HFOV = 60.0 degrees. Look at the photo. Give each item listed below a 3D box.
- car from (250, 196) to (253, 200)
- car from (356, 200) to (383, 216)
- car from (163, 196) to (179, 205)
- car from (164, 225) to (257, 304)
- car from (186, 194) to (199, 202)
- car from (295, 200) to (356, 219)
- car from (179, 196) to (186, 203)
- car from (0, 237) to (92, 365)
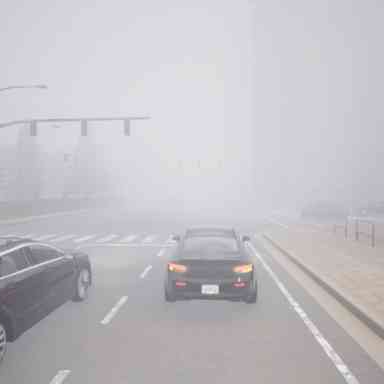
[{"bbox_3d":[17.912,1.512,90.556,4.674,1.442,1.812,0,0,-21],"label":"car"},{"bbox_3d":[18.094,1.556,32.742,4.892,1.490,1.837,0,0,2],"label":"car"},{"bbox_3d":[-3.871,1.497,58.656,1.837,1.490,4.892,0,0,4],"label":"car"},{"bbox_3d":[0.458,1.525,8.081,1.812,1.442,4.674,0,0,4],"label":"car"},{"bbox_3d":[0.060,1.345,78.220,2.097,1.767,4.553,0,0,24],"label":"car"},{"bbox_3d":[11.684,1.615,29.418,4.181,1.385,1.994,0,0,4],"label":"car"},{"bbox_3d":[-3.056,1.554,68.565,1.994,1.385,4.181,0,0,8],"label":"car"},{"bbox_3d":[-3.213,1.491,5.430,2.128,1.511,4.902,0,0,4],"label":"car"}]
